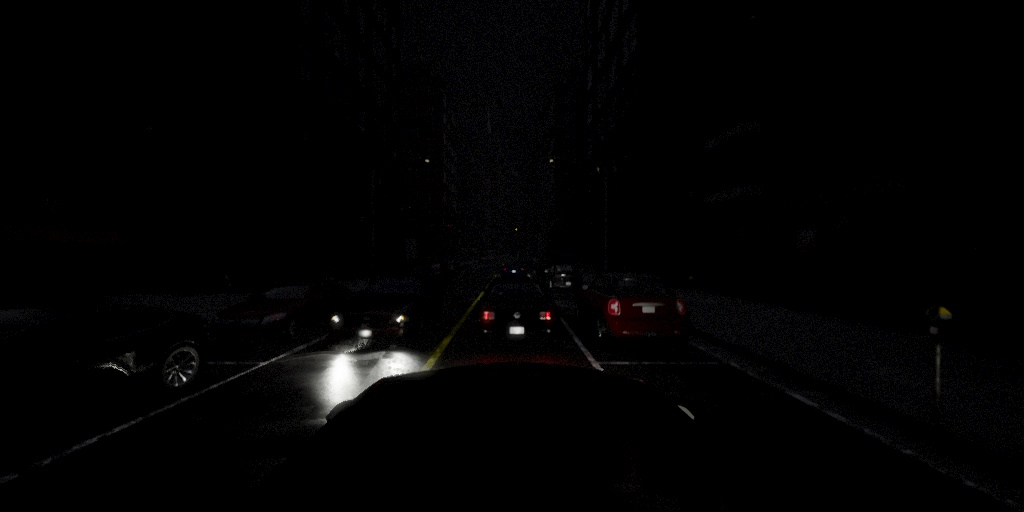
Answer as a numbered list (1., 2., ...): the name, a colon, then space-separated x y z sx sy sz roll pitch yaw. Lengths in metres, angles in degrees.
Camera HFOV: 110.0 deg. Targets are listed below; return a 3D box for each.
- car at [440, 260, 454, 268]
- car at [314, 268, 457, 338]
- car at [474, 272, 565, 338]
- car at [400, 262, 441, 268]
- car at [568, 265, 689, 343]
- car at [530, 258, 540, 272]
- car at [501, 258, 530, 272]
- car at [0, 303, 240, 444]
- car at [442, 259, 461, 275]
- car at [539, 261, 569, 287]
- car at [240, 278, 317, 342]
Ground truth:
1. car: -5.638 1.145 25.967 1.802 1.307 4.207 0 0 0
2. car: -3.091 1.231 10.226 2.033 1.411 5.357 0 0 0
3. car: 0.111 1.287 9.907 1.895 1.301 4.718 0 0 0
4. car: -5.645 1.171 20.466 1.948 1.339 4.313 0 0 0
5. car: 2.866 1.129 9.453 1.967 1.591 4.097 0 0 0
6. car: 2.894 1.088 31.457 1.948 1.339 4.313 0 0 0
7. car: 0.133 1.107 28.680 1.994 1.385 4.181 0 0 0
8. car: -5.667 1.298 3.963 1.948 1.339 4.313 0 0 0
9. car: -5.631 0.962 31.469 1.967 1.591 4.097 0 0 0
10. car: 2.880 1.156 20.455 2.007 1.370 4.403 0 0 0
11. car: -5.659 1.271 9.464 1.802 1.307 4.207 0 0 0
